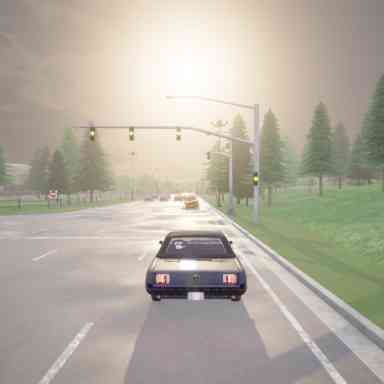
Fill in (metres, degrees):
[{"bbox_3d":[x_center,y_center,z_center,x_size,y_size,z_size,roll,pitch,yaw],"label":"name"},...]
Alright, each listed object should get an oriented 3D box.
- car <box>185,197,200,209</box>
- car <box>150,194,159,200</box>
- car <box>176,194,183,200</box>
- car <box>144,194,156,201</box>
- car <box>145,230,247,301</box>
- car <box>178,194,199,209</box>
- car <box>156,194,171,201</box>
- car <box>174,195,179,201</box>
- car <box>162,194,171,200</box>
[{"bbox_3d":[0.092,1.591,49.921,2.033,1.411,5.357,0,2,0],"label":"car"},{"bbox_3d":[-10.324,1.332,90.984,1.837,1.490,4.892,0,0,0],"label":"car"},{"bbox_3d":[-3.324,1.357,90.971,1.812,1.442,4.674,0,0,0],"label":"car"},{"bbox_3d":[-10.344,1.531,80.564,2.033,1.411,5.357,0,0,0],"label":"car"},{"bbox_3d":[0.095,1.601,8.256,1.895,1.301,4.718,0,0,0],"label":"car"},{"bbox_3d":[-0.301,1.059,46.534,1.882,1.535,5.008,-11,16,-6],"label":"car"},{"bbox_3d":[-6.844,1.531,80.557,2.033,1.411,5.357,0,0,0],"label":"car"},{"bbox_3d":[-3.343,1.545,80.967,1.994,1.385,4.181,0,0,0],"label":"car"},{"bbox_3d":[-6.824,1.372,90.977,2.033,1.411,5.357,0,0,0],"label":"car"}]
